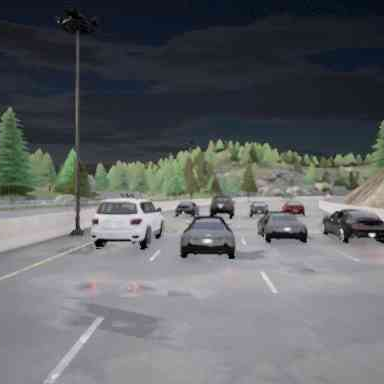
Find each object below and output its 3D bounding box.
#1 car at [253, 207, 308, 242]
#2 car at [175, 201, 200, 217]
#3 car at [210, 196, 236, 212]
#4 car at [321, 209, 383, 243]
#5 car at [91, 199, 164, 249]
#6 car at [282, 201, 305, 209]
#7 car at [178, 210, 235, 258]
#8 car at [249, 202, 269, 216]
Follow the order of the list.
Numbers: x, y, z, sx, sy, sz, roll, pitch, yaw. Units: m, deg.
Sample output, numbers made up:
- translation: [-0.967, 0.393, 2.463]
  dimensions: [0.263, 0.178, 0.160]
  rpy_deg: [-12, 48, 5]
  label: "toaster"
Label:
- translation: [4.491, 1.669, 16.999]
  dimensions: [1.994, 1.385, 4.181]
  rpy_deg: [0, 0, 5]
  label: "car"
- translation: [-0.377, 1.698, 33.171]
  dimensions: [1.837, 1.490, 4.892]
  rpy_deg: [0, 0, 10]
  label: "car"
- translation: [3.044, 1.415, 32.564]
  dimensions: [2.150, 2.045, 5.566]
  rpy_deg: [0, 0, 10]
  label: "car"
- translation: [7.972, 1.613, 16.727]
  dimensions: [1.837, 1.490, 4.892]
  rpy_deg: [0, 0, 5]
  label: "car"
- translation: [-2.713, 1.307, 15.133]
  dimensions: [2.150, 2.045, 5.566]
  rpy_deg: [0, 0, 5]
  label: "car"
- translation: [10.601, 1.694, 34.819]
  dimensions: [1.882, 1.535, 5.008]
  rpy_deg: [0, 0, 11]
  label: "car"
- translation: [0.662, 1.642, 13.206]
  dimensions: [1.994, 1.385, 4.181]
  rpy_deg: [0, 0, 4]
  label: "car"
- translation: [6.936, 1.735, 34.350]
  dimensions: [1.812, 1.442, 4.674]
  rpy_deg: [0, 0, 10]
  label: "car"
